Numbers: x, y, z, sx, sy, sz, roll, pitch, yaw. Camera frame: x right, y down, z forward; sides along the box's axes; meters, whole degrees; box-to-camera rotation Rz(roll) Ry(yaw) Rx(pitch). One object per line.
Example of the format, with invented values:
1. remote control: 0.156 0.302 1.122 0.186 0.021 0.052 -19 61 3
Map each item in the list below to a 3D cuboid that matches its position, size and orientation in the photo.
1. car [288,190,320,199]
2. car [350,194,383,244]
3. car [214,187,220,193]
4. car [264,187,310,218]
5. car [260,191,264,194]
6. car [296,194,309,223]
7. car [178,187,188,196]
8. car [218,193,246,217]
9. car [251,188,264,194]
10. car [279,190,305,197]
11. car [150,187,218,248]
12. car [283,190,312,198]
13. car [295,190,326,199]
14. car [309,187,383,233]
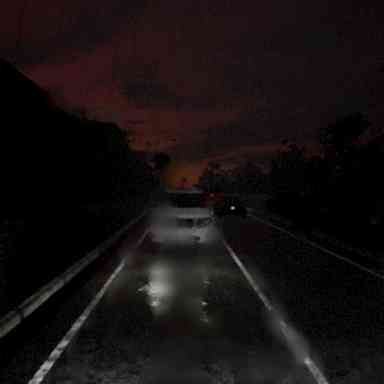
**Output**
1. car: 20.307 0.377 60.436 5.008 1.535 2.097 0 1 -1
2. car: 8.465 1.080 11.705 4.553 1.767 2.185 0 1 -2
3. car: 2.193 0.386 39.807 2.150 2.045 5.566 0 1 -1
4. car: 8.226 0.695 22.907 5.566 2.045 2.435 0 1 -2
5. car: 8.117 0.890 25.711 4.892 1.521 2.231 0 1 -1
6. car: 8.351 1.070 17.311 4.892 1.521 2.231 0 1 -2
7. car: -2.034 -0.151 74.428 2.150 2.045 5.566 0 1 -2
8. car: 2.639 0.985 23.949 1.994 1.385 4.181 0 1 -1
9. car: 19.527 -0.245 91.306 4.553 1.767 2.185 0 1 -2
10. car: 20.127 0.311 66.983 4.674 1.452 2.002 0 1 -1
11. car: -0.397 0.867 13.371 2.150 2.045 5.566 0 3 -2
12. car: 20.210 0.325 63.708 4.892 1.521 2.231 0 1 -2
13. car: 20.381 0.467 57.289 4.674 1.452 2.002 0 1 -1
14. car: 8.450 0.886 14.502 5.566 2.045 2.435 0 1 -2
